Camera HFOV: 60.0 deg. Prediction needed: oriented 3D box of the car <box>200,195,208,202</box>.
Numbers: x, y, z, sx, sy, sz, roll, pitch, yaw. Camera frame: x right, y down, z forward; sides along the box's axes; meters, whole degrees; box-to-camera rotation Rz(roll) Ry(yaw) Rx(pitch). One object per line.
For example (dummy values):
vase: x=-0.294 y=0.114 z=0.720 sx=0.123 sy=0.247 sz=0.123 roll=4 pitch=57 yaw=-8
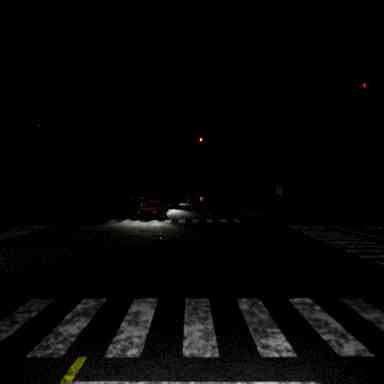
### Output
car: x=2.882 y=1.463 z=79.728 sx=1.801 sy=1.575 sz=5.366 roll=0 pitch=0 yaw=0

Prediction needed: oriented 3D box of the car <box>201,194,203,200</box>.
car: x=3.080 y=1.535 z=62.057 sx=1.752 sy=1.417 sz=4.829 roll=0 pitch=0 yaw=0

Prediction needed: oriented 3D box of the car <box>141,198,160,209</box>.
car: x=-5.561 y=1.575 z=44.934 sx=1.947 sy=1.339 sz=4.313 roll=0 pitch=0 yaw=0

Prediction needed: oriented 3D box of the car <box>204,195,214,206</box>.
car: x=2.964 y=1.449 z=44.880 sx=1.967 sy=1.590 sz=4.097 roll=0 pitch=0 yaw=0

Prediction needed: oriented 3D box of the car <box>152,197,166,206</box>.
car: x=-5.485 y=1.576 z=56.271 sx=1.947 sy=1.339 sz=4.313 roll=0 pitch=0 yaw=0

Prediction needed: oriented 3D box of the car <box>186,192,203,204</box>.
car: x=0.424 y=1.231 z=63.566 sx=2.150 sy=2.045 sz=5.566 roll=0 pitch=0 yaw=0

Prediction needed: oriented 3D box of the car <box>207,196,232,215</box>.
car: x=2.888 y=1.446 z=33.542 sx=1.967 sy=1.590 sz=4.097 roll=0 pitch=0 yaw=0

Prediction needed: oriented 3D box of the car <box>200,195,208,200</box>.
car: x=3.270 y=1.569 z=90.234 sx=1.947 sy=1.339 sz=4.313 roll=0 pitch=0 yaw=0

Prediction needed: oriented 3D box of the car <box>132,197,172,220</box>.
car: x=-3.319 y=1.483 z=28.363 sx=1.882 sy=1.535 sz=5.008 roll=0 pitch=0 yaw=6

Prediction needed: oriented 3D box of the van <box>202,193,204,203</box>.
van: x=3.041 y=1.351 z=56.219 sx=1.690 sy=1.788 sz=3.998 roll=0 pitch=0 yaw=0

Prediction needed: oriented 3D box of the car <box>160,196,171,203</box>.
car: x=-5.408 y=1.575 z=67.607 sx=1.947 sy=1.339 sz=4.313 roll=0 pitch=0 yaw=0

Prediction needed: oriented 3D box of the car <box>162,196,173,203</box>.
car: x=-5.370 y=1.553 z=73.274 sx=1.887 sy=1.381 sz=4.507 roll=0 pitch=0 yaw=0

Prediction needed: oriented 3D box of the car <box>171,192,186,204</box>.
car: x=-2.593 y=1.360 z=65.266 sx=2.097 sy=1.767 sz=4.553 roll=0 pitch=0 yaw=1

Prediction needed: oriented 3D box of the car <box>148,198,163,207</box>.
car: x=-5.523 y=1.592 z=50.602 sx=1.802 sy=1.307 sz=4.206 roll=0 pitch=0 yaw=0

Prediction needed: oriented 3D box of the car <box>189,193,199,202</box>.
car: x=0.493 y=1.196 z=73.926 sx=2.097 sy=1.767 sz=4.553 roll=0 pitch=0 yaw=0

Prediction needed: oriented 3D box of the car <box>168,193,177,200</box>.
car: x=-5.255 y=1.318 z=90.279 sx=2.192 sy=1.841 sz=5.009 roll=0 pitch=0 yaw=0

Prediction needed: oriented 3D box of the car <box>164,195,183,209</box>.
car: x=-2.798 y=1.501 z=45.396 sx=2.128 sy=1.511 sz=4.902 roll=0 pitch=0 yaw=0

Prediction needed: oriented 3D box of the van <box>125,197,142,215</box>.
van: x=-5.638 y=1.347 z=33.598 sx=1.690 sy=1.788 sz=3.998 roll=0 pitch=0 yaw=0

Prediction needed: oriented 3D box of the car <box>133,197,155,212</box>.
car: x=-5.599 y=1.448 z=39.266 sx=1.967 sy=1.590 sz=4.097 roll=0 pitch=0 yaw=0

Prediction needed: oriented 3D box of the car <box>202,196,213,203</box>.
car: x=3.118 y=1.560 z=67.557 sx=2.008 sy=1.369 sz=4.403 roll=0 pitch=0 yaw=0
